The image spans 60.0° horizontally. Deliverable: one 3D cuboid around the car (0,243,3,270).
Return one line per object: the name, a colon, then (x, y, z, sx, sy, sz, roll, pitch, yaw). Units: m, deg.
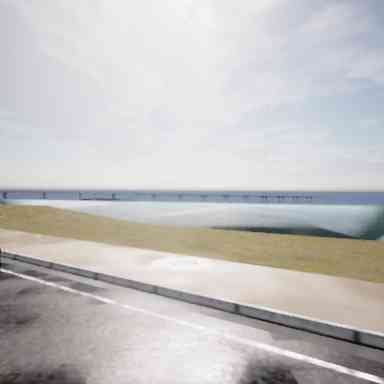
car: (-6.680, 1.438, 8.421, 4.902, 1.511, 2.128, 0, 0, 36)
